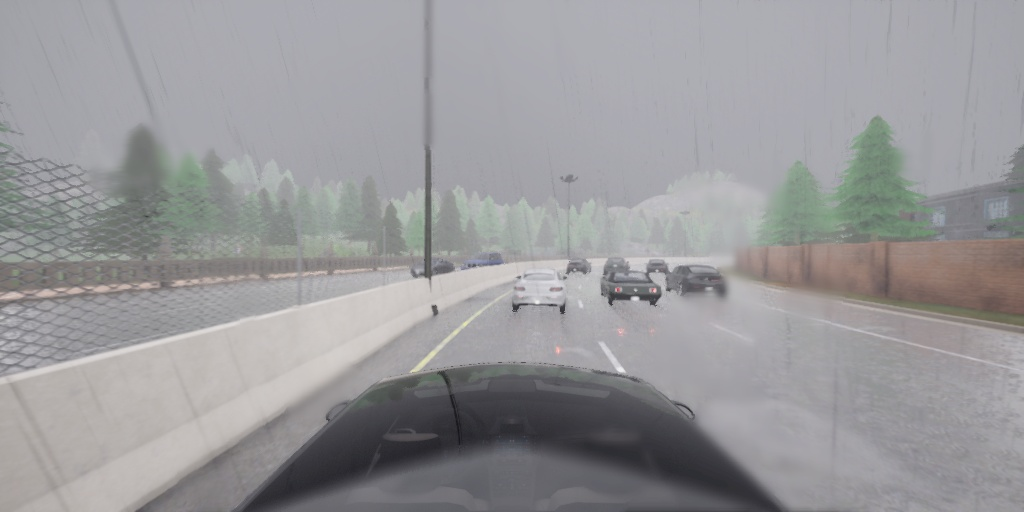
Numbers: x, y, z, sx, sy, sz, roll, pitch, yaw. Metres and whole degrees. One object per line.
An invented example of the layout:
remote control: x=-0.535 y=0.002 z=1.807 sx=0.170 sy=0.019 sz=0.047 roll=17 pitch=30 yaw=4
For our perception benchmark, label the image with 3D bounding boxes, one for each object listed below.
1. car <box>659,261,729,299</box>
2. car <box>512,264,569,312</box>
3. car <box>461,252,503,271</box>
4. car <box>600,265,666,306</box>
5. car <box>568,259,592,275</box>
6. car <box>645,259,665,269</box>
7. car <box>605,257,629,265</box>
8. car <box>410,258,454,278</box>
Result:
car: x=8.825 y=1.163 z=17.487 sx=1.837 sy=1.490 sz=4.892 roll=0 pitch=1 yaw=11
car: x=1.108 y=1.179 z=13.583 sx=1.812 sy=1.442 sz=4.674 roll=0 pitch=0 yaw=8
car: x=-2.423 y=0.711 z=30.899 sx=2.150 sy=2.045 sz=5.566 roll=0 pitch=0 yaw=17
car: x=4.848 y=1.258 z=15.299 sx=1.895 sy=1.301 sz=4.718 roll=0 pitch=0 yaw=9
car: x=6.559 y=1.003 z=34.823 sx=1.837 sy=1.490 sz=4.892 roll=0 pitch=0 yaw=20
car: x=13.685 y=1.046 z=33.852 sx=1.837 sy=1.490 sz=4.892 roll=0 pitch=0 yaw=22
car: x=9.864 y=0.876 z=33.668 sx=2.097 sy=1.767 sz=4.553 roll=0 pitch=1 yaw=20
car: x=-6.448 y=0.971 z=29.471 sx=2.128 sy=1.511 sz=4.902 roll=0 pitch=1 yaw=16
